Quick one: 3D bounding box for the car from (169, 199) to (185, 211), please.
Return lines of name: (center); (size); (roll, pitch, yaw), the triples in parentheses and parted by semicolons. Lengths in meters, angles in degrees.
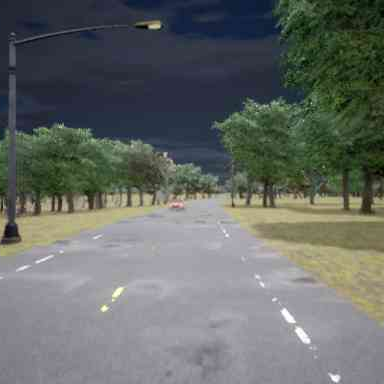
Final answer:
car: (-2.181, 1.820, 49.087); (2.097, 1.767, 4.553); (0, -1, 3)
